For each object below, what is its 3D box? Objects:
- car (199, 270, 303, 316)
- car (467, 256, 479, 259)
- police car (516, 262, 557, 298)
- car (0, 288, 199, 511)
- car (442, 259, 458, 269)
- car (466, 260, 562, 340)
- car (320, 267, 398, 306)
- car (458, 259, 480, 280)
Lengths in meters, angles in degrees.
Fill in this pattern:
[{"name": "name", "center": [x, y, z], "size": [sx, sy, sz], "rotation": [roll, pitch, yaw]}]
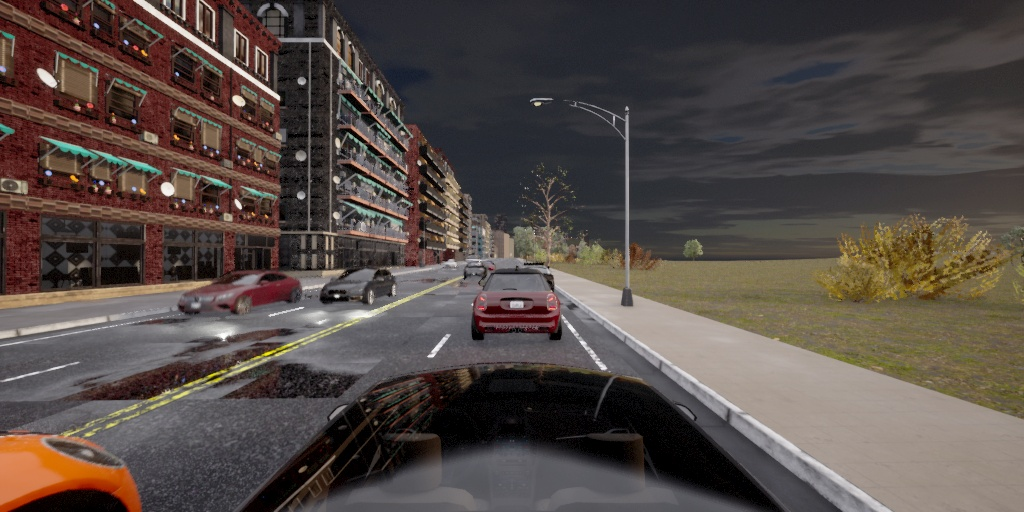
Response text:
[{"name": "car", "center": [-9.823, 1.277, 13.483], "size": [1.812, 1.442, 4.674], "rotation": [0, 0, 0]}, {"name": "car", "center": [-6.447, 0.974, 59.613], "size": [2.150, 2.045, 5.566], "rotation": [0, 0, 0]}, {"name": "police car", "center": [1.177, 1.177, 19.592], "size": [1.930, 1.638, 5.238], "rotation": [0, 0, 0]}, {"name": "car", "center": [-3.158, 1.102, 0.114], "size": [2.097, 1.767, 4.553], "rotation": [0, 0, 0]}, {"name": "car", "center": [-9.710, 1.276, 56.600], "size": [1.812, 1.442, 4.674], "rotation": [0, 0, 0]}, {"name": "car", "center": [0.114, 1.103, 10.096], "size": [2.097, 1.767, 4.553], "rotation": [0, 0, 0]}, {"name": "car", "center": [-6.570, 1.256, 15.893], "size": [1.837, 1.490, 4.892], "rotation": [0, 0, 0]}, {"name": "car", "center": [-3.082, 1.243, 31.352], "size": [2.128, 1.511, 4.902], "rotation": [0, 0, 0]}]
